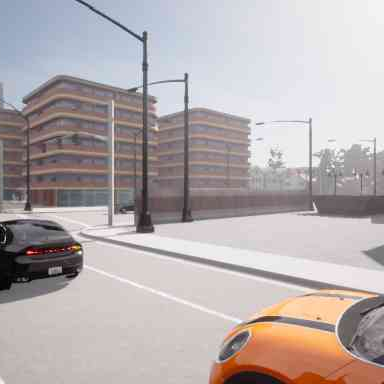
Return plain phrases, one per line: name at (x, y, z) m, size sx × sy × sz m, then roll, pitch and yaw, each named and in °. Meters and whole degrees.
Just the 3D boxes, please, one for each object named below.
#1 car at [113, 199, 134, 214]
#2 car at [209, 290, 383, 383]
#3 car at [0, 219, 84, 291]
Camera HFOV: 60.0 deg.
car at (-6.304, 1.491, 34.998) m, size 4.902 × 1.511 × 2.128 m, roll 0°, pitch 0°, yaw -44°
car at (2.302, 1.352, 2.314) m, size 4.553 × 1.767 × 2.097 m, roll 0°, pitch 0°, yaw 40°
car at (-4.708, 1.505, 9.187) m, size 1.837 × 1.490 × 4.892 m, roll 0°, pitch 0°, yaw -43°
